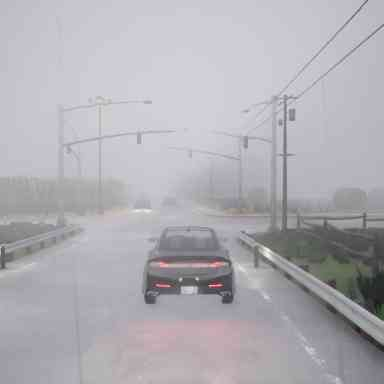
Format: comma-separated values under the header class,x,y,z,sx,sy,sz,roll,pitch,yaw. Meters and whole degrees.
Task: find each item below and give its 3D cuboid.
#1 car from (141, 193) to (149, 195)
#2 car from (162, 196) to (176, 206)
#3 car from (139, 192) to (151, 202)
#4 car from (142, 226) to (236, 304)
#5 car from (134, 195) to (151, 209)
class,x,y,z,sx,sy,sz,roll,pitch,yaw
car,-7.389,1.270,51.452,1.812,1.442,4.674,0,1,-7
car,-3.506,1.289,50.438,1.812,1.442,4.674,0,1,-7
car,-8.641,0.916,61.491,2.097,1.767,4.553,0,1,-7
car,-0.090,1.611,8.377,2.128,1.511,4.902,0,-2,-1
car,-6.324,1.463,42.854,1.994,1.385,4.181,0,1,-7
